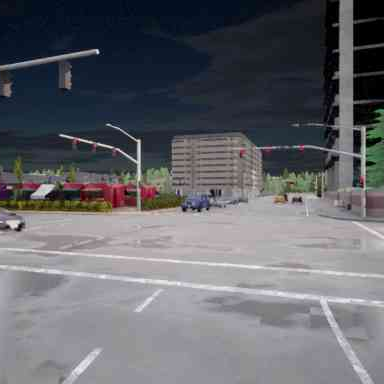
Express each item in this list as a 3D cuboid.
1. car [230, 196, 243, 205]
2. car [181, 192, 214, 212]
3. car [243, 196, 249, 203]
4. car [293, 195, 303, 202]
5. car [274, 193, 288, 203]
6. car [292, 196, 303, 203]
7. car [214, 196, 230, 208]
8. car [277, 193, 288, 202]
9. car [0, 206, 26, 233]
[{"bbox_3d":[6.827,1.513,57.662,2.128,1.511,4.902,0,0,19],"label":"car"},{"bbox_3d":[0.569,1.236,39.299,2.150,2.045,5.566,0,0,19],"label":"car"},{"bbox_3d":[10.294,1.572,67.653,2.033,1.411,5.357,0,0,19],"label":"car"},{"bbox_3d":[24.686,1.555,77.344,2.128,1.511,4.902,0,0,19],"label":"car"},{"bbox_3d":[18.186,1.504,69.000,1.882,1.535,5.008,0,0,19],"label":"car"},{"bbox_3d":[21.400,1.503,67.598,1.882,1.535,5.008,0,0,19],"label":"car"},{"bbox_3d":[3.710,1.619,48.543,1.895,1.301,4.718,0,0,19],"label":"car"},{"bbox_3d":[21.491,1.255,78.819,2.150,2.045,5.566,0,0,19],"label":"car"},{"bbox_3d":[-11.349,1.546,18.807,4.902,1.511,2.128,0,0,33],"label":"car"}]
